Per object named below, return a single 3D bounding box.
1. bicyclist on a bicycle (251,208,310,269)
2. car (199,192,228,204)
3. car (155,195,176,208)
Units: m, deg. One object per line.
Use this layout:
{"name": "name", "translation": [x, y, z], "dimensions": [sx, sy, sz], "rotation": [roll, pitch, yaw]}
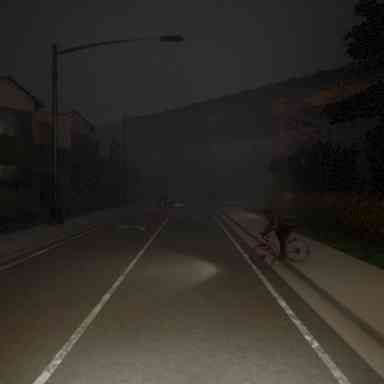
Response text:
{"name": "bicyclist on a bicycle", "translation": [2.364, 1.247, 9.192], "dimensions": [1.656, 1.620, 0.582], "rotation": [-9, 1, 0]}
{"name": "car", "translation": [3.144, 0.755, 47.739], "dimensions": [4.553, 1.767, 2.097], "rotation": [-1, 1, -44]}
{"name": "car", "translation": [-3.114, 1.033, 39.189], "dimensions": [1.812, 1.442, 4.674], "rotation": [0, 1, 4]}
